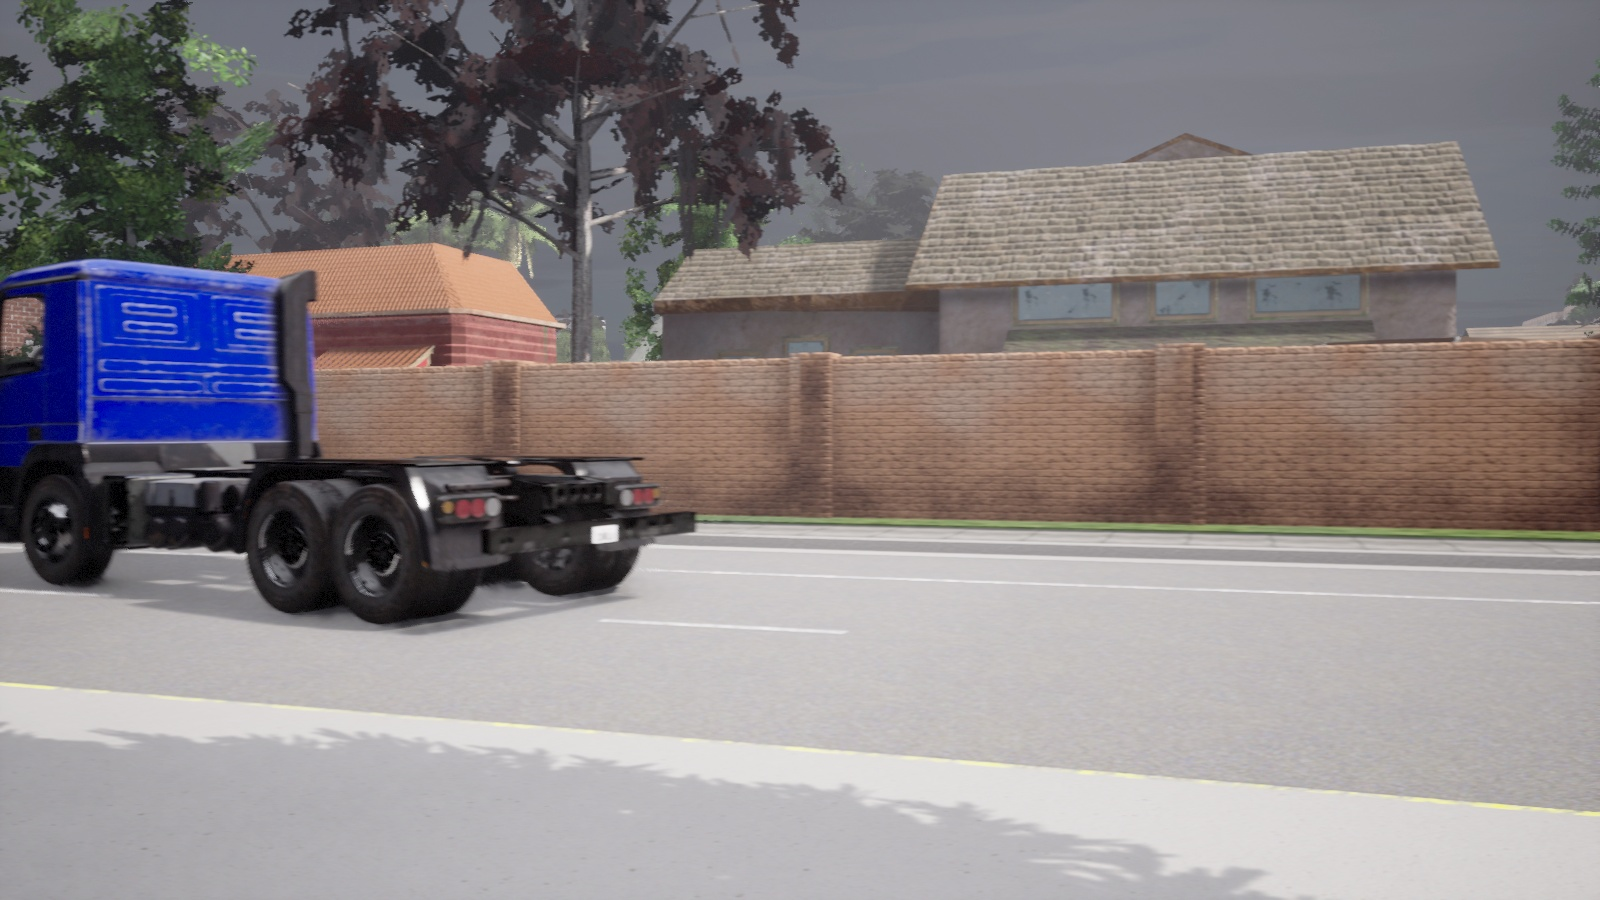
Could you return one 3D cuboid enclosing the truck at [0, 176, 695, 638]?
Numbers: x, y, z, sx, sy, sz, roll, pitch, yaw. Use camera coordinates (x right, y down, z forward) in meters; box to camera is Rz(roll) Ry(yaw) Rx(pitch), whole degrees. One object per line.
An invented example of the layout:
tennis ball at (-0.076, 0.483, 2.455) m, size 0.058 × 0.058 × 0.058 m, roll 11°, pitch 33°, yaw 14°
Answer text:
truck at (-5.113, -0.379, 12.772) m, size 7.936 × 3.462 × 2.891 m, roll 1°, pitch 1°, yaw 33°
